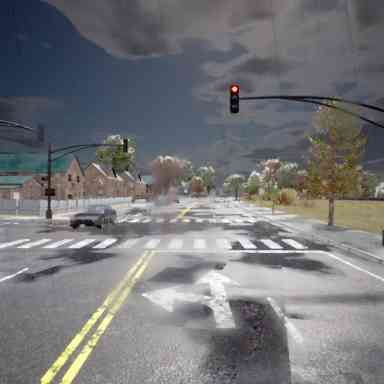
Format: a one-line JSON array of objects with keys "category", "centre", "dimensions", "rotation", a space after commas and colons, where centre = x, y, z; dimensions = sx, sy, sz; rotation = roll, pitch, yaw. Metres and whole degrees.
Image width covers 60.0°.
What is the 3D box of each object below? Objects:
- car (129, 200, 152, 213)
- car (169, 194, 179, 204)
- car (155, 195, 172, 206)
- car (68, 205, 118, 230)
[{"category": "car", "centre": [-5.759, 1.588, 37.362], "dimensions": [1.812, 1.442, 4.674], "rotation": [0, 0, 2]}, {"category": "car", "centre": [-3.940, 1.361, 69.320], "dimensions": [2.150, 2.045, 5.566], "rotation": [0, 0, 4]}, {"category": "car", "centre": [-4.877, 1.628, 55.161], "dimensions": [1.812, 1.442, 4.674], "rotation": [0, 0, 3]}, {"category": "car", "centre": [-6.256, 1.571, 21.820], "dimensions": [2.033, 1.411, 5.357], "rotation": [0, 0, 1]}]
